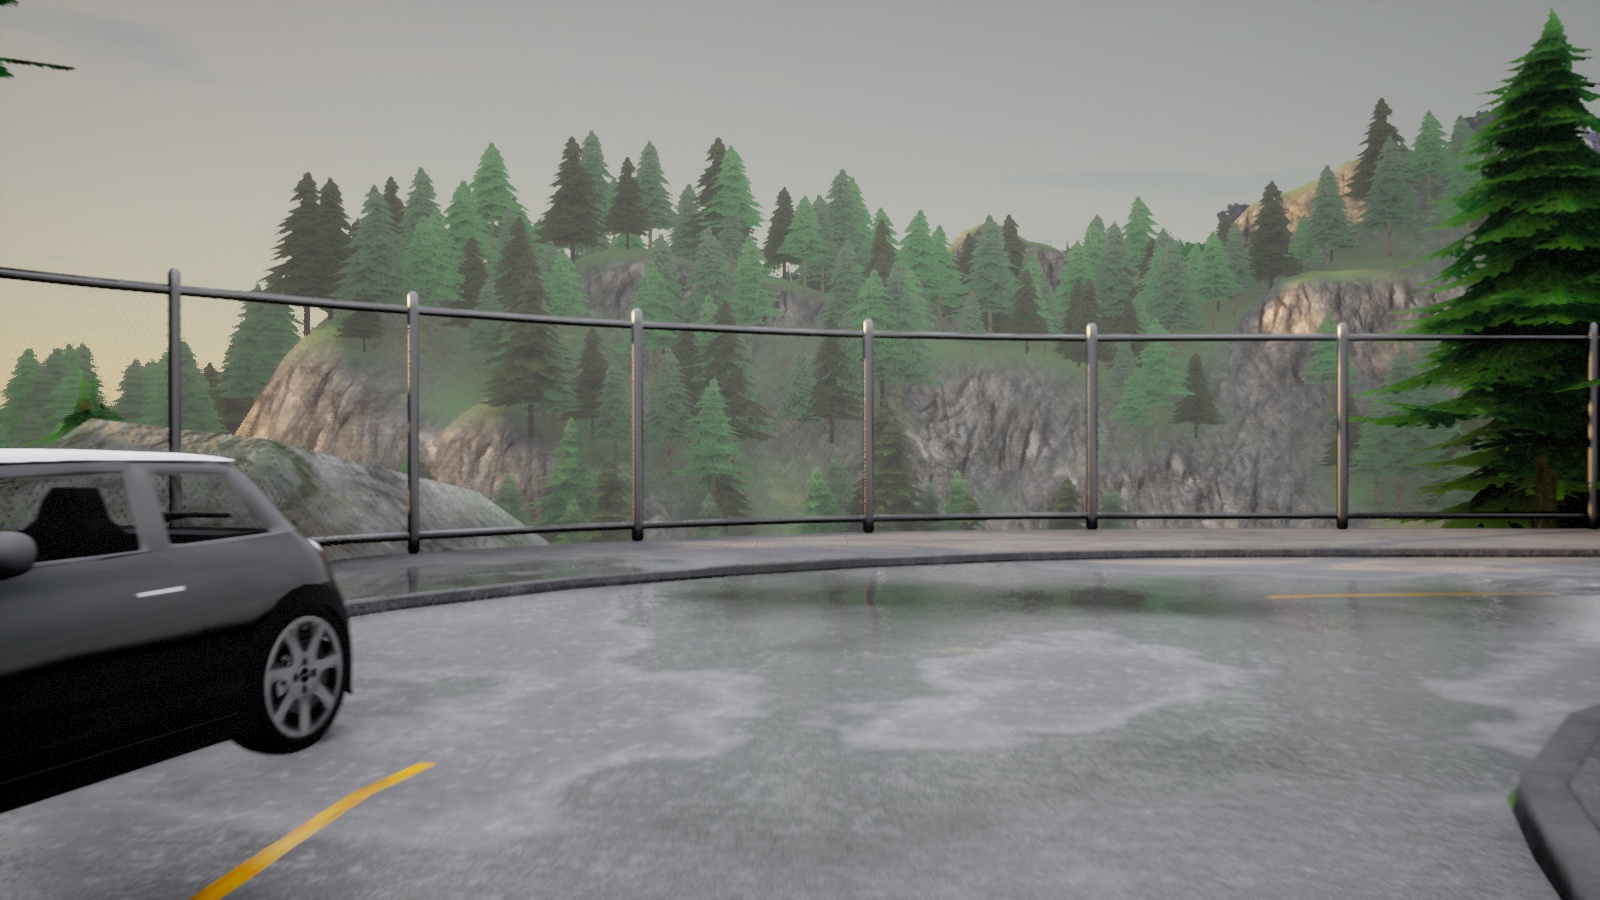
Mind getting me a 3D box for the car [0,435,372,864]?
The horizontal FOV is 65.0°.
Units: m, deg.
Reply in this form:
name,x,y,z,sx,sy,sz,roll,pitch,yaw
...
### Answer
name,x,y,z,sx,sy,sz,roll,pitch,yaw
car,-3.633,0.683,4.829,1.970,1.475,3.806,0,0,15
